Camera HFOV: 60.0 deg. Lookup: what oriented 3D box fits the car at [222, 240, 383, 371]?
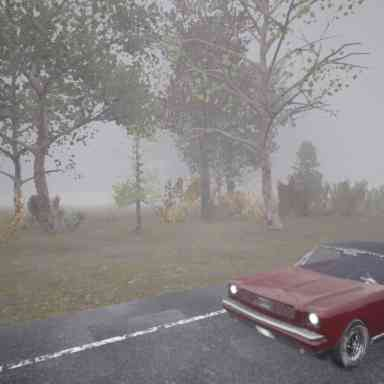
[{"bbox_3d":[2.823,1.599,5.775,4.718,1.301,1.895,0,0,-34],"label":"car"}]
